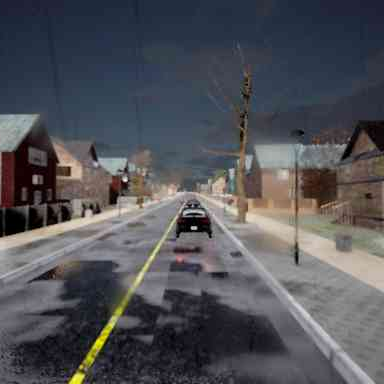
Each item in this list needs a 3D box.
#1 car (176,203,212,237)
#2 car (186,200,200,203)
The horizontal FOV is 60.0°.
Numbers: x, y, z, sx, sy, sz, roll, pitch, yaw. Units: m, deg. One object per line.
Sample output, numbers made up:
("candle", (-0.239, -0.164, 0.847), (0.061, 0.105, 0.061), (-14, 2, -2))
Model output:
("car", (0.097, 1.530, 18.032), (1.812, 1.442, 4.674), (0, 0, 0))
("car", (0.094, 1.546, 36.649), (2.033, 1.411, 5.357), (0, 0, 0))
